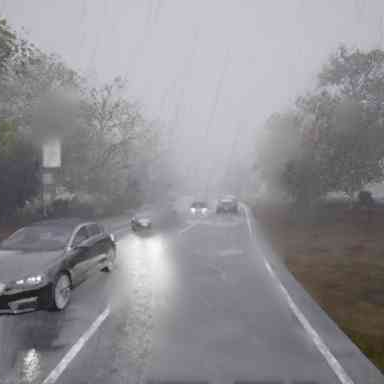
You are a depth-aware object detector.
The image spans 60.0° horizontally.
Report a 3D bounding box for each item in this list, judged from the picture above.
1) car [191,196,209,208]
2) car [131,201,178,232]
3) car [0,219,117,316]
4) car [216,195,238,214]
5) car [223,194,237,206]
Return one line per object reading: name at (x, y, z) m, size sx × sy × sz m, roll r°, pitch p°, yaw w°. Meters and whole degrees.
car at (1.039, 1.171, 40.119) m, size 2.033 × 1.411 × 5.357 m, roll 0°, pitch 1°, yaw 7°
car at (-2.043, 1.322, 19.122) m, size 2.128 × 1.511 × 4.902 m, roll 0°, pitch 1°, yaw 8°
car at (-3.182, 1.434, 7.709) m, size 2.128 × 1.511 × 4.902 m, roll 0°, pitch 1°, yaw 4°
car at (3.269, 1.206, 30.819) m, size 1.812 × 1.442 × 4.674 m, roll 0°, pitch 1°, yaw 8°
car at (5.015, 1.067, 44.444) m, size 1.812 × 1.442 × 4.674 m, roll 0°, pitch 1°, yaw 6°
